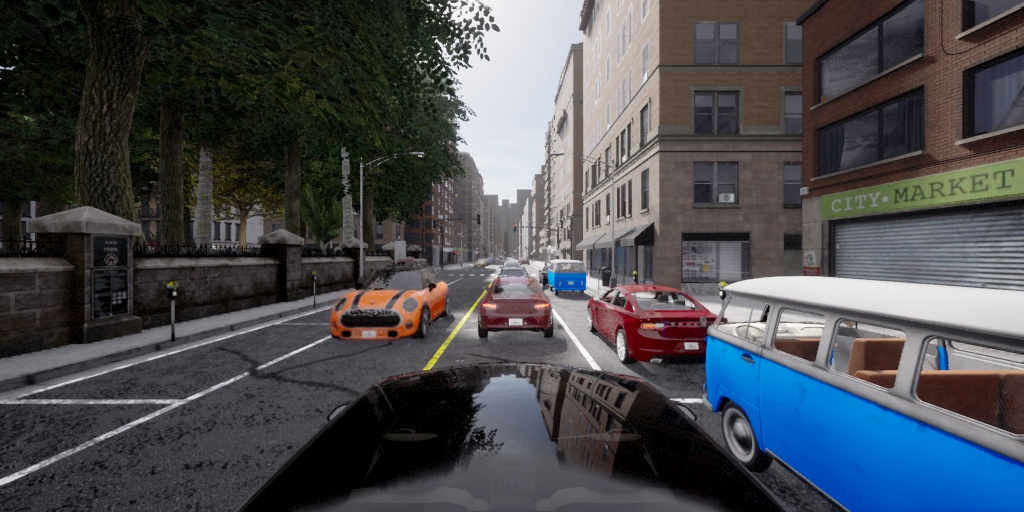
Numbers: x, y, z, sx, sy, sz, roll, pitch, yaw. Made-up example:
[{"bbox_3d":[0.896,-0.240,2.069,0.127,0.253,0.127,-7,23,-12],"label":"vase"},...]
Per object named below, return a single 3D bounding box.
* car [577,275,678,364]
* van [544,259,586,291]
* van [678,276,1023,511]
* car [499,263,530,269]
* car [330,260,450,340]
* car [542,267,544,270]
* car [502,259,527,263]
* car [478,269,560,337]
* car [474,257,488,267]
[{"bbox_3d":[2.858,1.295,7.933,1.888,1.381,4.507,0,0,0],"label":"car"},{"bbox_3d":[2.862,1.089,19.254,1.690,1.789,3.998,0,0,0],"label":"van"},{"bbox_3d":[2.856,1.091,2.272,1.690,1.789,3.998,0,0,0],"label":"van"},{"bbox_3d":[0.102,1.296,19.714,2.033,1.411,5.357,0,0,1],"label":"car"},{"bbox_3d":[-3.094,1.102,10.014,2.097,1.767,4.553,0,0,0],"label":"car"},{"bbox_3d":[2.863,1.311,24.915,1.948,1.339,4.313,0,0,0],"label":"car"},{"bbox_3d":[0.012,1.248,29.458,1.837,1.490,4.892,0,0,0],"label":"car"},{"bbox_3d":[0.097,1.276,10.135,1.812,1.442,4.674,0,0,0],"label":"car"},{"bbox_3d":[-5.651,1.241,62.736,1.751,1.417,4.829,0,0,0],"label":"car"}]
